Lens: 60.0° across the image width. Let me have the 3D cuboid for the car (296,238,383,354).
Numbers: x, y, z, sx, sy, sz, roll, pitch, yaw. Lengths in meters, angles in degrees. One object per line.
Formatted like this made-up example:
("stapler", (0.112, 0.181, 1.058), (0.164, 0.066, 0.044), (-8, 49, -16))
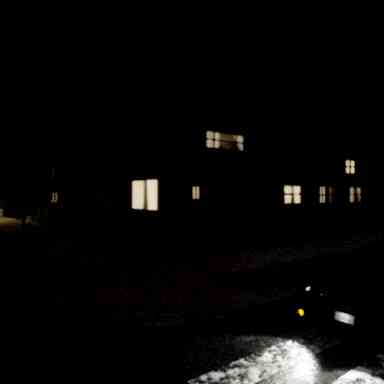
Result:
("car", (3.709, 1.533, 5.713), (4.181, 1.385, 1.994), (0, 0, -35))
